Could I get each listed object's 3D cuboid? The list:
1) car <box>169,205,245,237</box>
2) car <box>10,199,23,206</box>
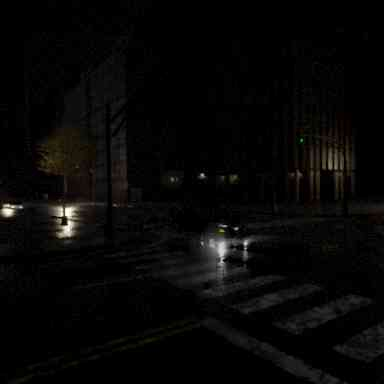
[{"bbox_3d":[0.627,1.458,17.331,1.837,1.490,4.892,-2,1,-36],"label":"car"},{"bbox_3d":[-35.486,2.121,67.139,1.895,1.301,4.718,-1,0,-36],"label":"car"}]
